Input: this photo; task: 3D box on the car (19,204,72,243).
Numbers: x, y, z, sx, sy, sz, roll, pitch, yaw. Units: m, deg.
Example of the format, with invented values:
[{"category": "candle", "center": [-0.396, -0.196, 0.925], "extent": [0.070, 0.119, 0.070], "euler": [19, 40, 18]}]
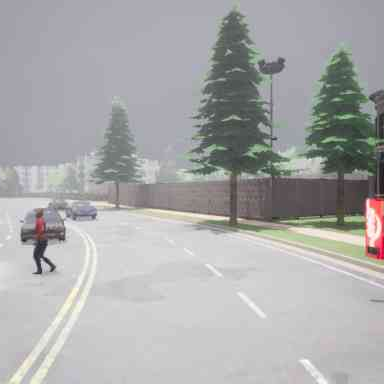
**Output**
[{"category": "car", "center": [-7.404, 1.546, 16.539], "extent": [2.033, 1.411, 5.357], "euler": [0, 0, -25]}]

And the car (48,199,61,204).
[{"category": "car", "center": [-16.270, 1.547, 40.349], "extent": [2.033, 1.411, 5.357], "euler": [0, 0, -30]}]

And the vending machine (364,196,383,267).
[{"category": "vending machine", "center": [6.202, 1.195, 10.479], "extent": [1.100, 2.100, 0.880], "euler": [0, 0, -12]}]

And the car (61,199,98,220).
[{"category": "car", "center": [-9.507, 1.547, 28.395], "extent": [2.033, 1.411, 5.357], "euler": [0, 0, -30]}]

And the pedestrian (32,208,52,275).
[{"category": "pedestrian", "center": [-4.094, 1.294, 8.987], "extent": [0.375, 1.860, 0.375], "euler": [0, 0, -13]}]
